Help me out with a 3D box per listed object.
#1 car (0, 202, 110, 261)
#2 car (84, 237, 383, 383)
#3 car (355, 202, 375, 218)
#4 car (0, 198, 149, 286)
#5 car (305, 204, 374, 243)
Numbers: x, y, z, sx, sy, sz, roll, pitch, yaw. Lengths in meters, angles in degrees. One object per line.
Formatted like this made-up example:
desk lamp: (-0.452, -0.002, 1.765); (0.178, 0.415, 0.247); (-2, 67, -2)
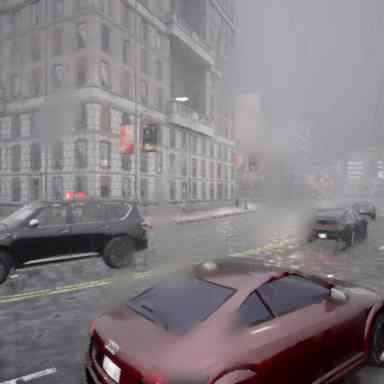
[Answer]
car: (-5.684, 1.340, 12.592); (4.553, 1.767, 2.097); (0, 0, -41)
car: (0.843, 1.561, 4.246); (4.181, 1.385, 1.994); (0, 0, -38)
car: (15.198, 1.550, 29.623); (1.994, 1.385, 4.181); (0, 0, 28)
car: (-3.893, 1.213, 9.437); (5.566, 2.045, 2.150); (0, 0, -39)
car: (6.730, 1.498, 15.262); (1.837, 1.490, 4.892); (1, 0, 38)
